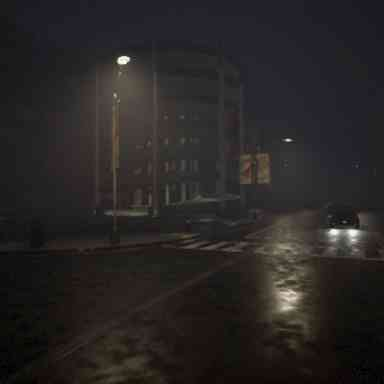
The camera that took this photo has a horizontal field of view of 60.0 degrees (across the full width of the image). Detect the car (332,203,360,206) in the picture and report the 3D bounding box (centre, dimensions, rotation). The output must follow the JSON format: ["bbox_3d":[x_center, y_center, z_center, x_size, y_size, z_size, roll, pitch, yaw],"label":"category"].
[{"bbox_3d":[16.135,2.137,35.091,2.033,1.411,5.357,-1,-1,23],"label":"car"}]

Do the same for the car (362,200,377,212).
[{"bbox_3d":[27.613,2.216,53.558,2.097,1.767,4.553,-1,-1,-3],"label":"car"}]

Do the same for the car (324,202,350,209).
[{"bbox_3d":[19.616,2.243,44.998,1.882,1.535,5.008,-1,-1,12],"label":"car"}]

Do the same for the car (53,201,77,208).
[{"bbox_3d":[-27.389,2.869,71.625,5.566,2.045,2.435,-1,-1,25],"label":"car"}]

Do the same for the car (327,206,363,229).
[{"bbox_3d":[11.740,1.996,25.597,1.994,1.385,4.181,-1,-1,25],"label":"car"}]

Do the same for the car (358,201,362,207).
[{"bbox_3d":[24.148,2.371,52.557,2.128,1.511,4.902,-1,-1,1],"label":"car"}]

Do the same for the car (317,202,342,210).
[{"bbox_3d":[26.272,2.574,63.563,1.812,1.442,4.674,0,-1,-18],"label":"car"}]

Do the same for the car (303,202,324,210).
[{"bbox_3d":[22.865,2.634,62.758,1.812,1.442,4.674,0,-1,-18],"label":"car"}]
